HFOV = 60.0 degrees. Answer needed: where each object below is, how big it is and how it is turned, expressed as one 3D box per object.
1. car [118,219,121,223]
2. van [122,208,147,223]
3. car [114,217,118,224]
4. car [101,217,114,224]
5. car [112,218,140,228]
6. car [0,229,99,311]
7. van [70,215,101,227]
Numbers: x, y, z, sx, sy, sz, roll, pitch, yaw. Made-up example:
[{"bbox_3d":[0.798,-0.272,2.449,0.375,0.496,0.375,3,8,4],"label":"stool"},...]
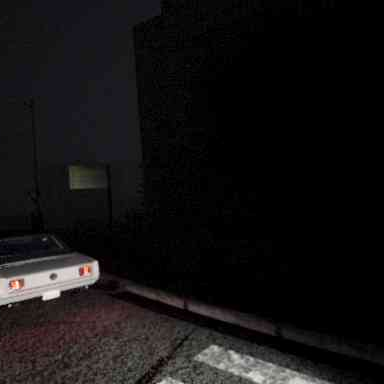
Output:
[{"bbox_3d":[-9.933,5.145,57.003,1.895,1.301,4.718,-6,-7,24],"label":"car"},{"bbox_3d":[-6.827,3.264,45.087,4.442,1.987,1.878,-6,-7,24],"label":"van"},{"bbox_3d":[-13.738,5.616,60.171,5.366,1.575,1.946,-6,-7,24],"label":"car"},{"bbox_3d":[-15.936,5.124,54.923,5.008,1.535,2.097,-6,-7,24],"label":"car"},{"bbox_3d":[-12.386,5.863,62.611,4.792,1.488,2.163,-6,-7,24],"label":"car"},{"bbox_3d":[-4.118,1.504,7.460,4.718,1.301,1.895,2,2,43],"label":"car"},{"bbox_3d":[-17.198,4.700,52.476,4.442,1.987,1.878,-6,-7,24],"label":"van"}]
